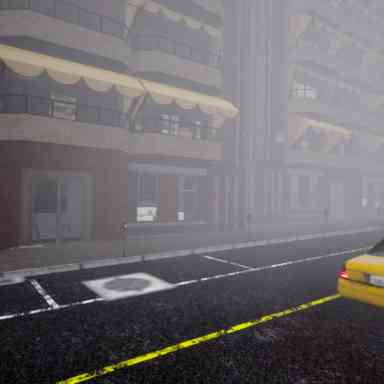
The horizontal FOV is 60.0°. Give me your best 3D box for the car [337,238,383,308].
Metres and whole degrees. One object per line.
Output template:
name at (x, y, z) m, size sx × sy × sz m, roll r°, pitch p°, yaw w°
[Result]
car at (5.207, 1.460, 6.994) m, size 5.366 × 1.575 × 1.801 m, roll 0°, pitch 0°, yaw -36°
